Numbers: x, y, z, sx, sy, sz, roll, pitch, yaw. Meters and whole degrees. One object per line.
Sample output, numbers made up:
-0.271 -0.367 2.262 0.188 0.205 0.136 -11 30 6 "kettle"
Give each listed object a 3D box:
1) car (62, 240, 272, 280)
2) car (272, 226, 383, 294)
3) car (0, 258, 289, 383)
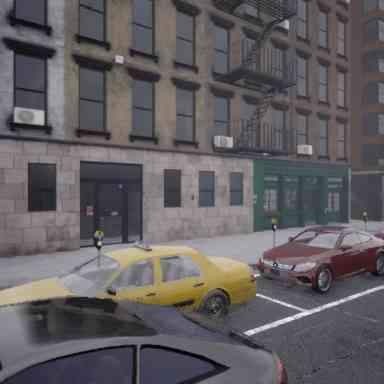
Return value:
-1.047 1.525 5.445 4.829 1.417 1.752 0 0 -36 "car"
3.578 1.581 8.757 4.206 1.307 1.802 0 0 -36 "car"
-1.215 1.564 2.203 4.181 1.385 1.994 0 0 -36 "car"
